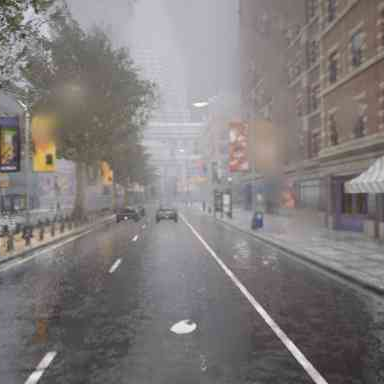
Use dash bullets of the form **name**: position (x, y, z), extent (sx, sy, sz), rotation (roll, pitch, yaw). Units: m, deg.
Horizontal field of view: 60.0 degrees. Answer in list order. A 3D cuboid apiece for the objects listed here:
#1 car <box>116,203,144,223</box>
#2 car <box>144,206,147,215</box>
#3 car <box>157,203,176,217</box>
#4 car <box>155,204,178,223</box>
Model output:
- **car**: position (-5.833, 2.002, 30.886), extent (1.837, 1.490, 4.892), rotation (-1, -1, -4)
- **car**: position (-6.598, 2.127, 40.523), extent (2.128, 1.511, 4.902), rotation (-1, -1, -4)
- **car**: position (-3.042, 2.120, 39.836), extent (2.033, 1.411, 5.357), rotation (-1, -1, -4)
- **car**: position (-2.252, 1.922, 29.898), extent (2.128, 1.511, 4.902), rotation (-1, -1, -4)
